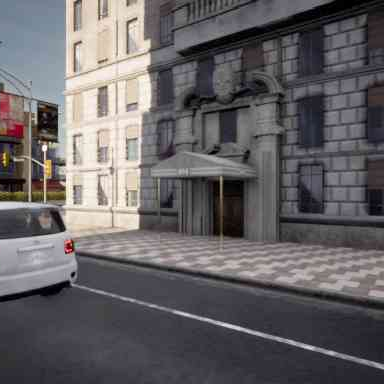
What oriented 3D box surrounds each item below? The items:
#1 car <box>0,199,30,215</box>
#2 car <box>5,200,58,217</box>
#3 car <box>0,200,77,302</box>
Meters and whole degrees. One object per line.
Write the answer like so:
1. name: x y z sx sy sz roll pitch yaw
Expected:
1. car: -18.933 1.477 32.847 1.882 1.535 5.008 0 0 35
2. car: -15.306 1.563 31.890 1.994 1.385 4.181 0 0 35
3. car: -4.902 1.221 7.383 5.566 2.045 2.150 0 0 35
